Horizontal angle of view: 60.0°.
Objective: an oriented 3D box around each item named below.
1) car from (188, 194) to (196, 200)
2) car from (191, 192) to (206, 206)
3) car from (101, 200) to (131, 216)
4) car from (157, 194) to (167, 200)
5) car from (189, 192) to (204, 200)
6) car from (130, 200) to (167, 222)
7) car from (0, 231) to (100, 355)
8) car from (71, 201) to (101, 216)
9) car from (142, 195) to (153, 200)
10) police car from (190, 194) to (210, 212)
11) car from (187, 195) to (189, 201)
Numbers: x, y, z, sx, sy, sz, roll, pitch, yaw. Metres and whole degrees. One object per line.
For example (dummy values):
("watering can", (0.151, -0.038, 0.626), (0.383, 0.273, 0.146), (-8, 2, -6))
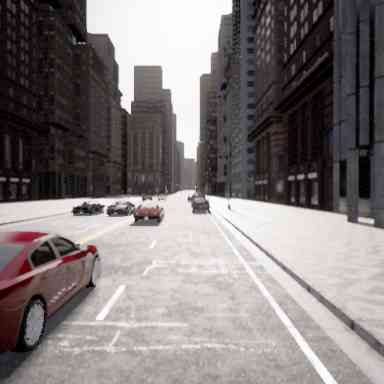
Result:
("car", (0.009, 1.216, 87.741), (2.128, 1.511, 4.902), (0, 0, 0))
("car", (0.981, 1.087, 52.461), (2.150, 2.045, 5.566), (0, 0, 0))
("car", (-6.595, 1.455, 31.363), (2.033, 1.411, 5.357), (0, 0, 0))
("car", (-6.494, 1.252, 72.842), (1.882, 1.535, 5.008), (0, 0, 0))
("car", (0.980, 1.225, 46.402), (2.097, 1.767, 4.553), (0, 0, 0))
("car", (-3.148, 1.524, 25.167), (1.895, 1.301, 4.718), (0, 0, 0))
("car", (-3.150, 1.457, 6.122), (1.882, 1.535, 5.008), (0, 0, 0))
("car", (-9.844, 1.507, 31.767), (1.895, 1.301, 4.718), (0, 0, 0))
("car", (-9.744, 1.326, 72.842), (1.994, 1.385, 4.181), (0, 0, 0))
("police car", (0.979, 1.321, 36.541), (1.930, 1.638, 5.238), (0, 0, 0))
("car", (0.008, 1.258, 69.697), (1.994, 1.385, 4.181), (0, 0, 0))
